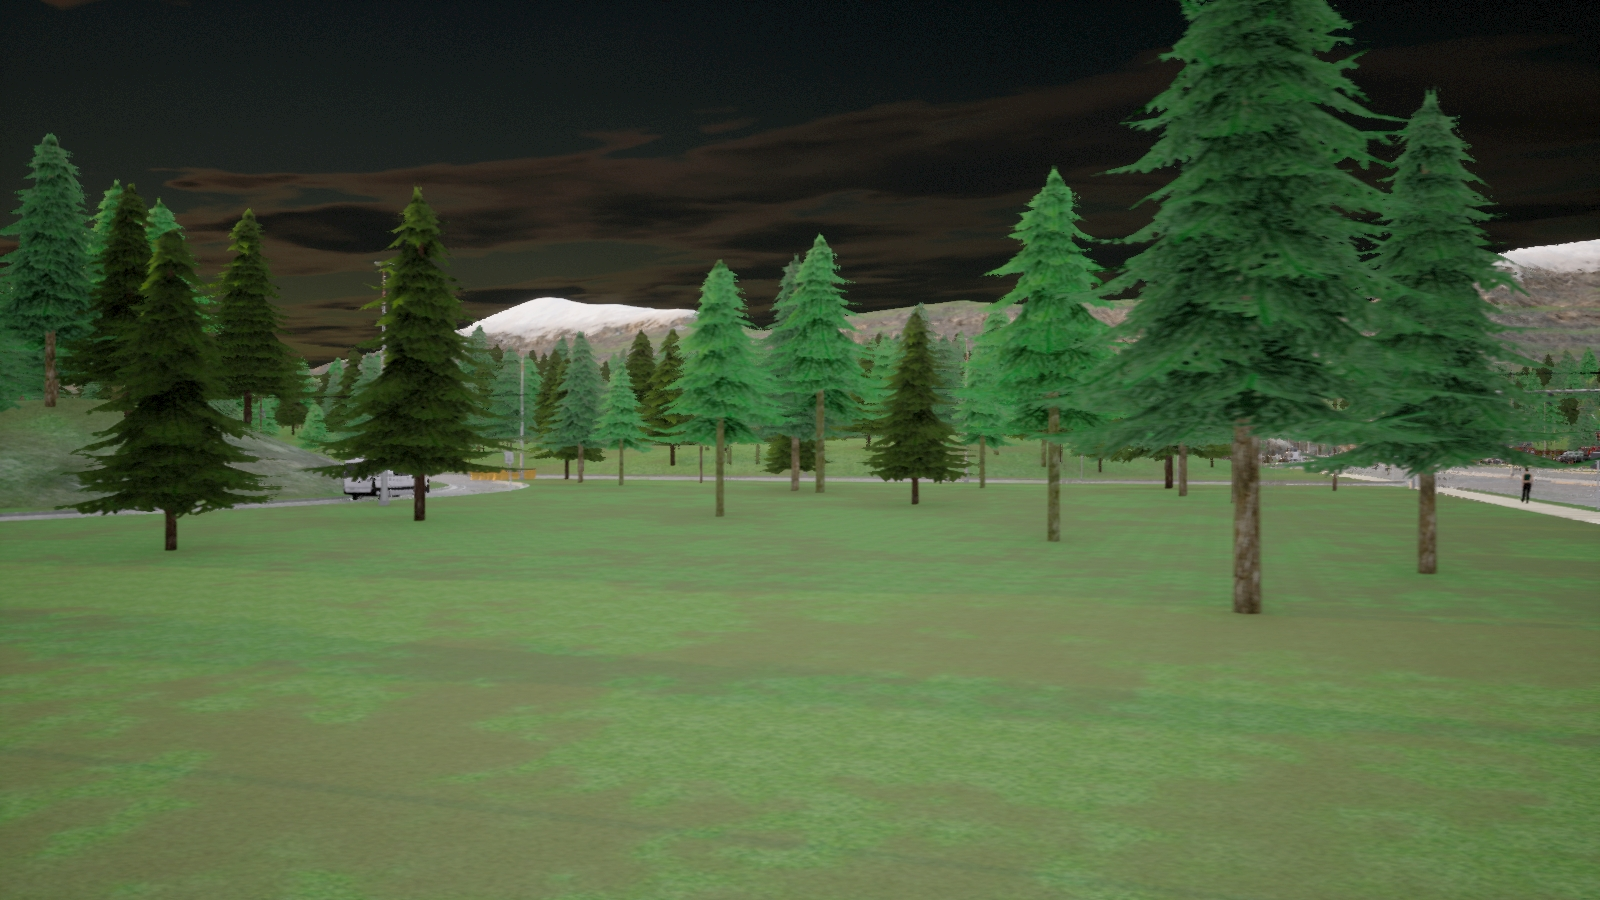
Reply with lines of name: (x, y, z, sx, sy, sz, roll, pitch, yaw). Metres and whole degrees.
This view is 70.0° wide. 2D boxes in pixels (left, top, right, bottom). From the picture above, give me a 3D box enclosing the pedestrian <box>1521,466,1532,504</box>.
pedestrian: (35.696, 1.705, 56.147, 0.375, 1.860, 0.375, 0, 0, 20)
